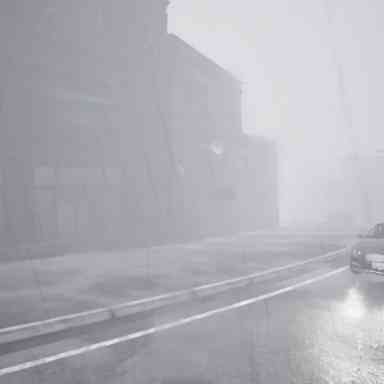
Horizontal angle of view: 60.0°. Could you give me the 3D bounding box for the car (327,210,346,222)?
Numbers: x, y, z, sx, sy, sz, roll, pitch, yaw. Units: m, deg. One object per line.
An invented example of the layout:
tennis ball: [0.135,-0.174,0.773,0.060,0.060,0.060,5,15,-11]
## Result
car: [21.748,3.566,49.211,2.097,1.767,4.553,-2,-4,0]

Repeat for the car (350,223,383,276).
car: [6.532,1.721,10.466,2.128,1.511,4.902,-1,-2,42]
